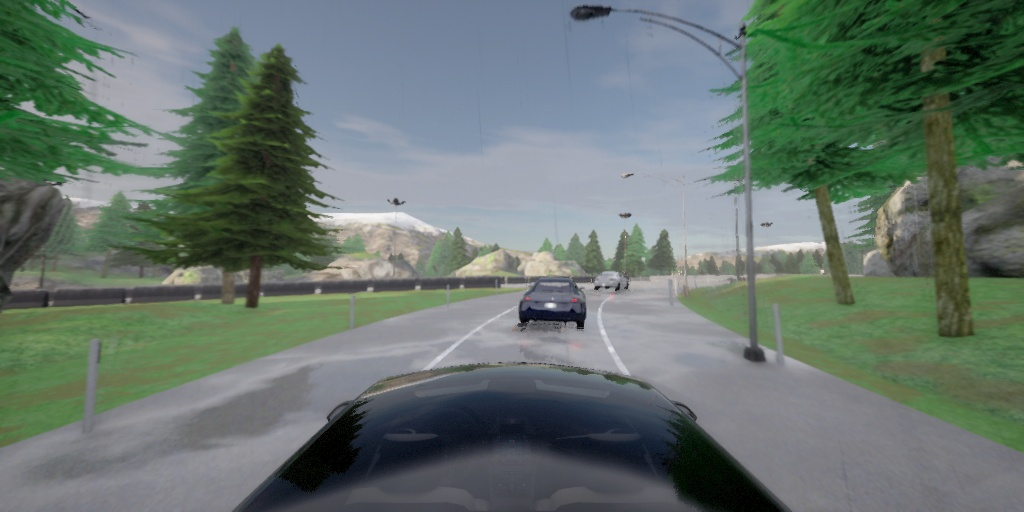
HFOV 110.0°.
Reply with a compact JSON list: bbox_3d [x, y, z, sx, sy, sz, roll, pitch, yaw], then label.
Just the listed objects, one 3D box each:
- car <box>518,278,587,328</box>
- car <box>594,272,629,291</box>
[{"bbox_3d":[1.456,1.424,11.950,1.994,1.385,4.181,1,-2,11],"label":"car"},{"bbox_3d":[7.840,1.959,28.192,1.812,1.442,4.674,-2,-3,30],"label":"car"}]
